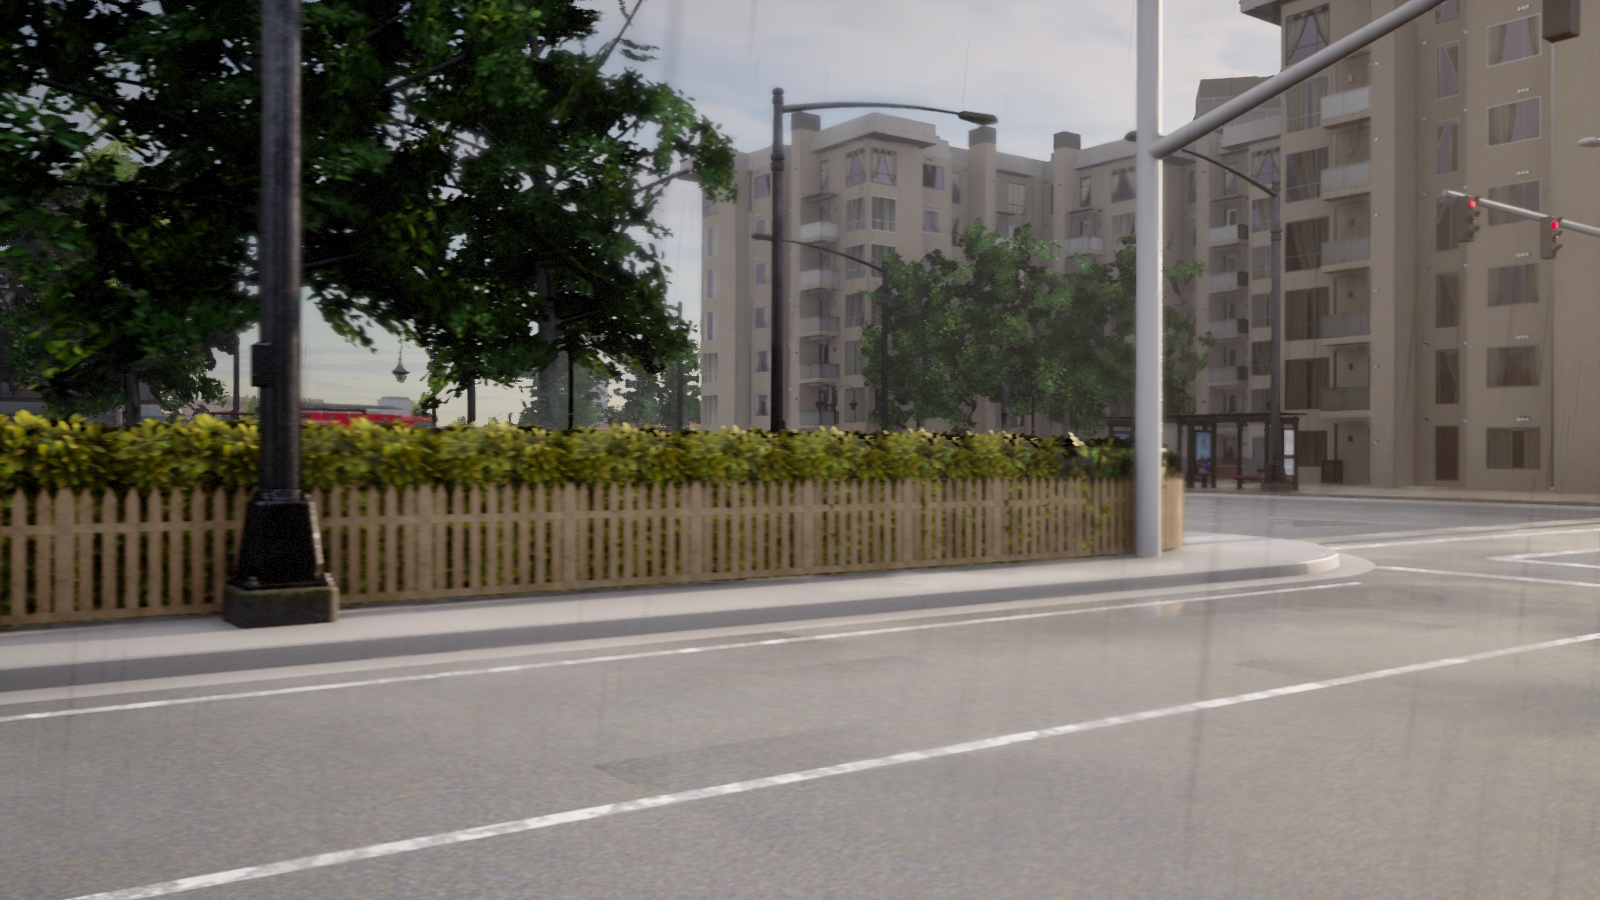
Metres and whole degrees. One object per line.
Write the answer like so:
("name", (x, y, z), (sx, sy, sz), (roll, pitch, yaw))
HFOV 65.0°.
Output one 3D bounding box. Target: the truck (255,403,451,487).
("truck", (-21.566, -0.182, 60.915), (8.468, 3.827, 2.891), (1, -1, -35))
